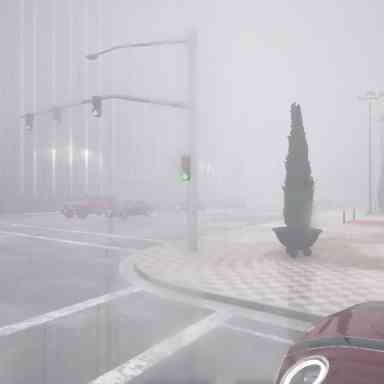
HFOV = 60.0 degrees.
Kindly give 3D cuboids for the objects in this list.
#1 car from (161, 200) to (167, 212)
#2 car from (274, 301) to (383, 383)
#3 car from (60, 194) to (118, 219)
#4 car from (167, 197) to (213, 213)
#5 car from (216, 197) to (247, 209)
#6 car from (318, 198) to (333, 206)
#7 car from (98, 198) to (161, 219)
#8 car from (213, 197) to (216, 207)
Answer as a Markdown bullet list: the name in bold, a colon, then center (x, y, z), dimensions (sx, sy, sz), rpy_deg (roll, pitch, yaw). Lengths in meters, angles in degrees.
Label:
- **car**: center (-3.241, 1.564, 38.095), dimensions (1.994, 1.385, 4.181), rpy_deg (0, 0, 35)
- **car**: center (2.793, 1.352, 1.978), dimensions (4.553, 1.767, 2.097), rpy_deg (0, 0, 36)
- **car**: center (-8.944, 1.221, 29.907), dimensions (2.150, 2.045, 5.566), rpy_deg (0, 0, 35)
- **car**: center (-0.139, 1.492, 36.431), dimensions (2.128, 1.511, 4.902), rpy_deg (0, 0, 35)
- **car**: center (5.671, 1.492, 44.749), dimensions (2.128, 1.511, 4.902), rpy_deg (0, 0, 35)
- **car**: center (22.573, 1.601, 56.451), dimensions (1.895, 1.301, 4.718), rpy_deg (0, 0, 34)
- **car**: center (-5.349, 1.492, 28.958), dimensions (2.128, 1.511, 4.902), rpy_deg (0, 0, 35)
- **car**: center (2.587, 1.478, 46.448), dimensions (1.882, 1.535, 5.008), rpy_deg (0, 0, 35)
